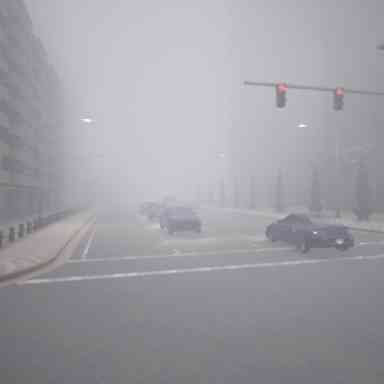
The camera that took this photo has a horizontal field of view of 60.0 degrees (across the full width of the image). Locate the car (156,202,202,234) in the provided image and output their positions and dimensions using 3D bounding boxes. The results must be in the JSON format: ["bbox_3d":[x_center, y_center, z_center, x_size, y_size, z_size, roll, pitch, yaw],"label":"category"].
[{"bbox_3d":[-0.808,1.657,20.912,1.882,1.535,5.008,-1,-1,-14],"label":"car"}]

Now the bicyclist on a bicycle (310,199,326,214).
[{"bbox_3d":[10.078,1.377,26.744,1.656,1.620,0.582,-1,0,-13],"label":"bicyclist on a bicycle"}]

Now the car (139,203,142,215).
[{"bbox_3d":[-5.374,1.910,40.320,2.128,1.511,4.902,-1,-1,-13],"label":"car"}]

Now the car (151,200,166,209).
[{"bbox_3d":[-6.054,2.145,59.065,2.033,1.411,5.357,-1,-1,-13],"label":"car"}]

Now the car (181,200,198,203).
[{"bbox_3d":[-0.235,1.935,49.730,1.837,1.490,4.892,-1,-1,-13],"label":"car"}]

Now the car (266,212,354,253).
[{"bbox_3d":[4.718,1.566,13.843,1.812,1.442,4.674,0,0,-10],"label":"car"}]

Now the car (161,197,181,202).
[{"bbox_3d":[-3.596,1.690,48.703,2.150,2.045,5.566,-1,-1,-12],"label":"car"}]

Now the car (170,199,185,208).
[{"bbox_3d":[-2.647,2.061,59.861,1.837,1.490,4.892,-1,-1,-13],"label":"car"}]

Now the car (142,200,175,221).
[{"bbox_3d":[-3.089,1.789,30.460,2.128,1.511,4.902,-1,-1,-13],"label":"car"}]
